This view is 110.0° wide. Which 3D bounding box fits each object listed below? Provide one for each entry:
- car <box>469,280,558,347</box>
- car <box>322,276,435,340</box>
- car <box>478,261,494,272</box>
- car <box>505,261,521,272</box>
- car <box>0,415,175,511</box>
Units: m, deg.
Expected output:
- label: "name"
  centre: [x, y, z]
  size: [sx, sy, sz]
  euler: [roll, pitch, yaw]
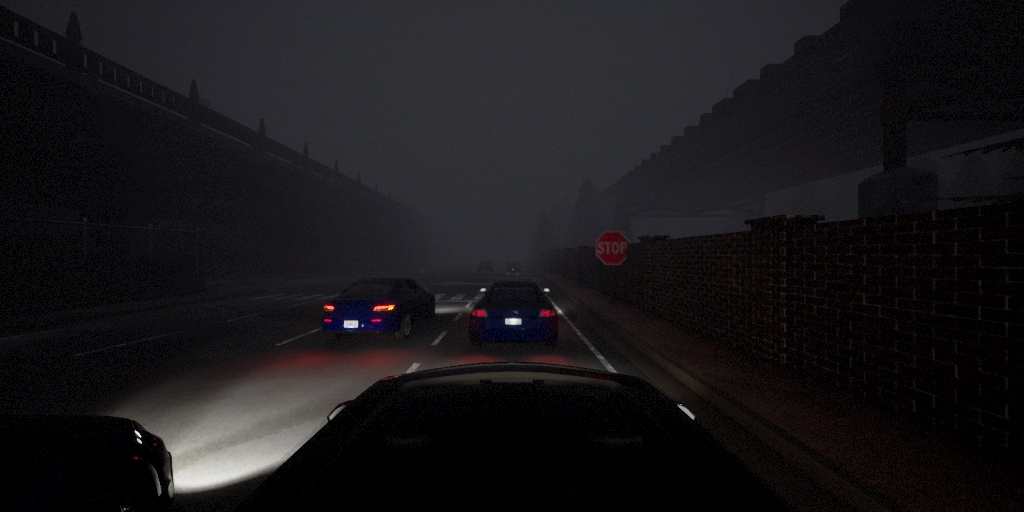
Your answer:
- label: "car"
  centre: [0.071, 1.314, 9.364]
  size: [1.994, 1.385, 4.181]
  euler: [0, 0, 1]
- label: "car"
  centre: [-3.411, 1.276, 9.887]
  size: [1.812, 1.442, 4.674]
  euler: [0, 0, 0]
- label: "car"
  centre: [-3.384, 1.297, 46.002]
  size: [2.033, 1.411, 5.357]
  euler: [0, 0, -1]
- label: "car"
  centre: [0.111, 1.351, 46.174]
  size: [1.895, 1.301, 4.718]
  euler: [0, 0, -1]
- label: "car"
  centre: [-3.399, 1.314, 0.791]
  size: [1.994, 1.385, 4.181]
  euler: [0, 0, 0]
